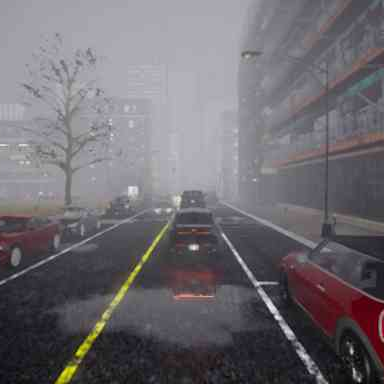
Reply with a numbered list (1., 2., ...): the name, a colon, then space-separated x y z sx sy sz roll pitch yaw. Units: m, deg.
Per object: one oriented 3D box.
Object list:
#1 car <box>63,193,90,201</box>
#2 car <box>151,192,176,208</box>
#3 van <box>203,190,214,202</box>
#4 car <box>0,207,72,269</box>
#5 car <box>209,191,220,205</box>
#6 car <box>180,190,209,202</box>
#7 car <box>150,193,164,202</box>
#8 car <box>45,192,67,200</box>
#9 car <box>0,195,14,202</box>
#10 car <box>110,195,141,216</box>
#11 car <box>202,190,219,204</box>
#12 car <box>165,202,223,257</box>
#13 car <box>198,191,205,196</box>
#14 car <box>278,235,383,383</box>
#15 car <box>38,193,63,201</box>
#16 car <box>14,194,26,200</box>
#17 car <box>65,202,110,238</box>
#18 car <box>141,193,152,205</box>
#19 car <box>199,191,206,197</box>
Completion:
1. car: -22.416 1.071 65.631 4.403 1.369 2.008 -1 2 0
2. car: -3.108 1.062 38.188 2.033 1.411 5.357 0 1 0
3. van: 2.671 0.653 54.874 1.690 1.788 3.998 0 1 0
4. car: -5.700 1.406 10.658 1.887 1.381 4.507 0 1 0
5. car: 2.674 0.991 43.822 1.887 1.381 4.507 0 1 0
6. car: 0.078 0.838 29.899 2.150 2.045 5.566 0 1 0
7. car: -5.708 0.894 54.877 1.802 1.307 4.206 0 1 0
8. car: -30.287 0.904 74.208 4.097 1.590 1.967 -1 2 0
9. car: -38.415 1.299 65.561 4.507 1.381 1.887 -1 2 0
10. car: -5.704 1.091 27.239 1.967 1.590 4.097 0 1 0
11. car: 2.672 0.694 49.347 2.192 1.841 5.009 0 1 0
12. car: 0.067 1.347 12.264 1.837 1.490 4.892 0 1 0
13. car: 2.666 0.427 92.792 1.947 1.339 4.313 0 1 0
14. car: 2.680 1.372 5.131 1.967 1.590 4.097 0 1 0
15. car: -27.986 1.152 65.591 4.403 1.369 2.008 -1 2 0
16. car: -39.188 1.178 74.098 4.206 1.307 1.802 -1 2 0
17. car: -5.701 1.342 16.186 2.008 1.369 4.403 0 1 0
18. car: -5.707 0.886 43.820 1.967 1.590 4.097 0 1 0
19. car: 2.667 0.507 87.269 1.802 1.307 4.206 0 1 0
